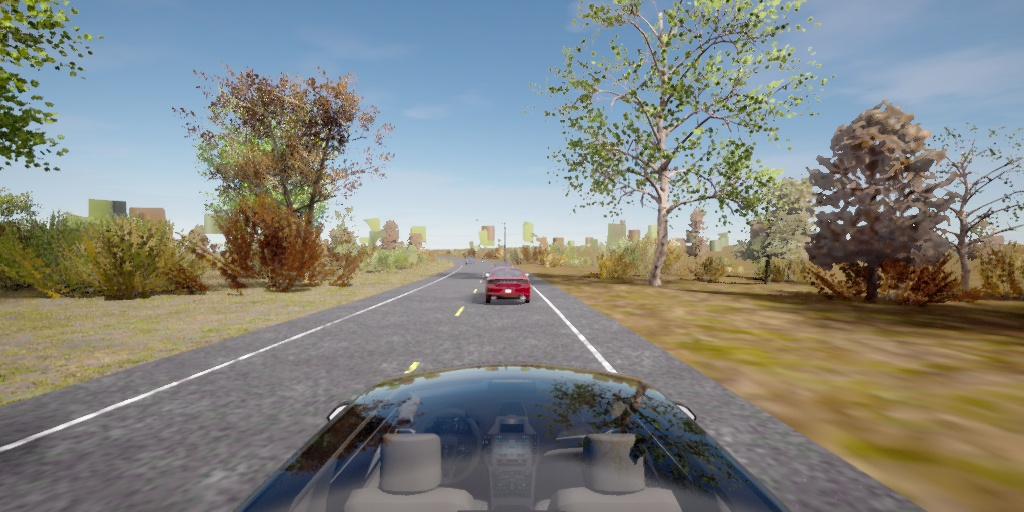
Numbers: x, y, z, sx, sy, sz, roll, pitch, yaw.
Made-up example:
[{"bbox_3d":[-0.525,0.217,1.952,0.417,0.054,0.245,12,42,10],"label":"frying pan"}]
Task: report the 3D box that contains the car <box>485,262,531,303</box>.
[{"bbox_3d":[-0.212,1.225,16.555,1.882,1.535,5.008,0,0,-2],"label":"car"}]
